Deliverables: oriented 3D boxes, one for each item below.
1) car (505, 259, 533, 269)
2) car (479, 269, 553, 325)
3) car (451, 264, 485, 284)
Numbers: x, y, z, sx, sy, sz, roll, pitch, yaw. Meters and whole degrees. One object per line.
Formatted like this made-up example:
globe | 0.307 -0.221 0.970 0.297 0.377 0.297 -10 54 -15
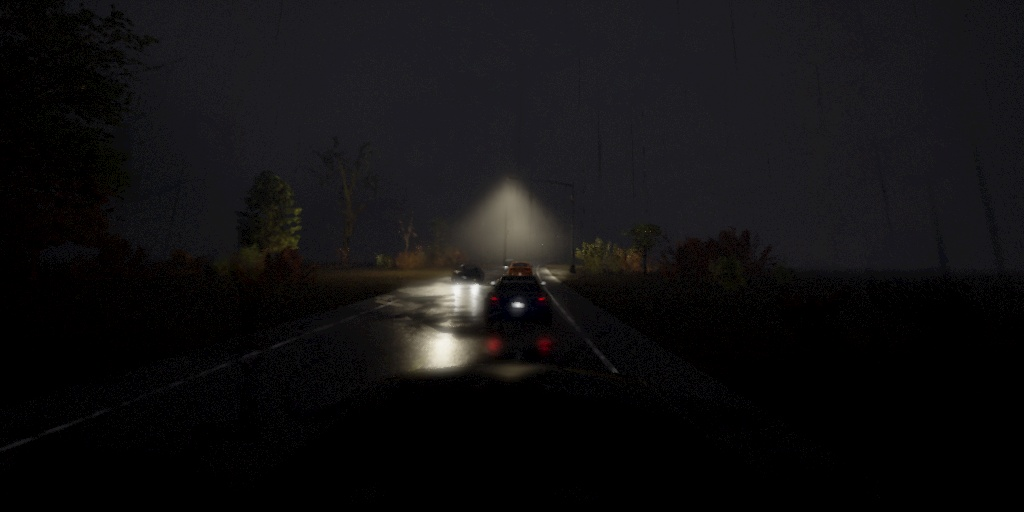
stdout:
car | 0.699 1.196 29.355 1.882 1.535 5.008 0 0 2
car | 0.207 1.304 11.715 1.994 1.385 4.181 0 0 1
car | -3.117 1.286 26.156 1.994 1.385 4.181 0 0 2
